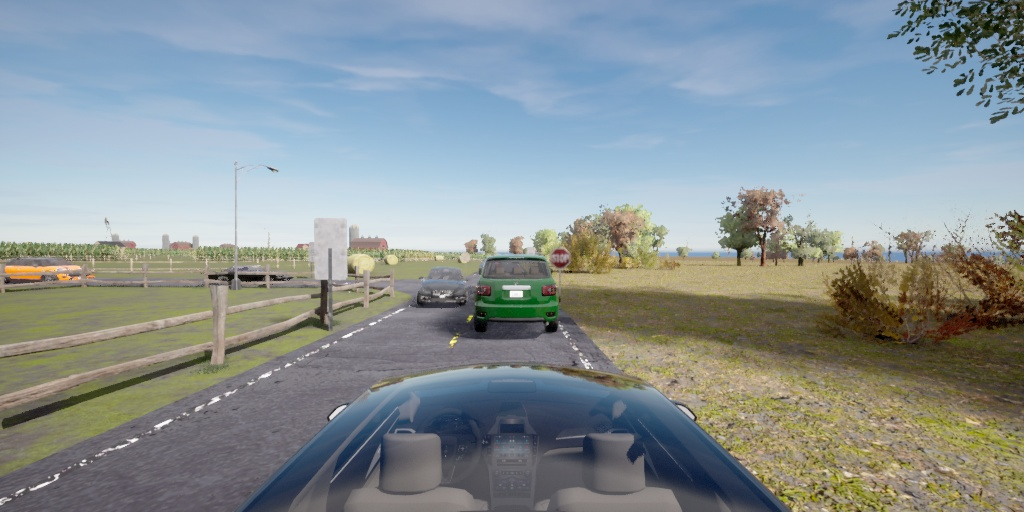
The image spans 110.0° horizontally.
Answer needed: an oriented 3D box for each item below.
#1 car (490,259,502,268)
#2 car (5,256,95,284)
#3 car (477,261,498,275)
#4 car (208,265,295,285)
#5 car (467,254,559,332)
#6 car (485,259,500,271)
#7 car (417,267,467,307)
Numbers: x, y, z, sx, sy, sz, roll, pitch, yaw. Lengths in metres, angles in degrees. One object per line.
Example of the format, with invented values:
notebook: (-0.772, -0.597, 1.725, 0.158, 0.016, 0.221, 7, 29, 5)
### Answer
car: (-2.699, 1.302, 62.247, 1.837, 1.490, 4.892, 0, 0, 0)
car: (-31.102, 0.918, 24.035, 4.553, 1.767, 2.097, 0, 1, 0)
car: (-2.766, 1.318, 41.529, 2.033, 1.411, 5.357, 0, 0, 0)
car: (-17.405, 1.261, 24.144, 4.718, 1.301, 1.895, 0, 1, 0)
car: (0.114, 0.971, 10.971, 2.150, 2.045, 5.566, 0, 0, 0)
car: (-2.737, 1.260, 51.642, 1.882, 1.535, 5.008, 0, 0, 0)
car: (-2.881, 1.256, 15.661, 1.837, 1.490, 4.892, 2, 0, -8)
